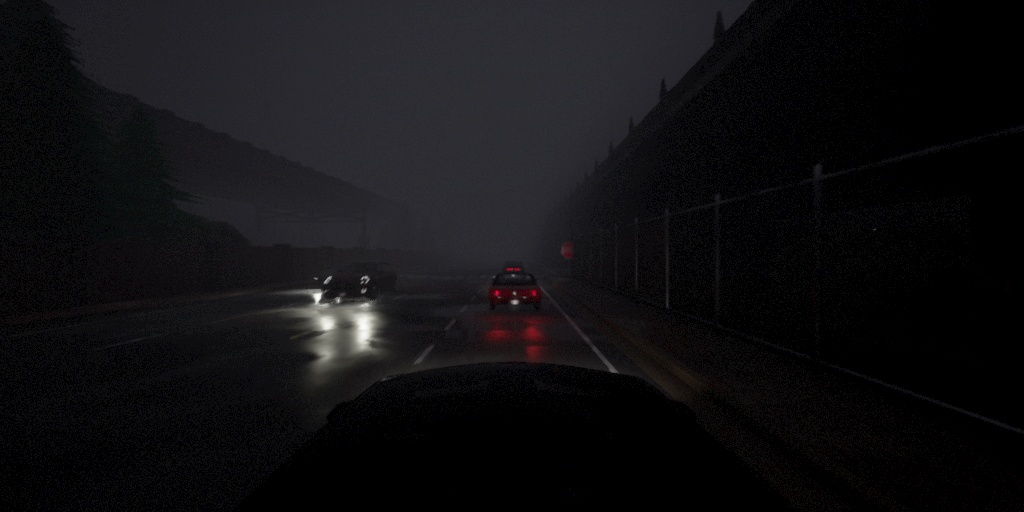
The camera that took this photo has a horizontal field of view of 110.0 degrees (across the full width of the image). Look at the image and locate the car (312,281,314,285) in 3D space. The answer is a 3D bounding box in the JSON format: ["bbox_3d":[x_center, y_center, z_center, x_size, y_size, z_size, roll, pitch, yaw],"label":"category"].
[{"bbox_3d":[-10.547,1.180,23.089,2.033,1.411,5.357,0,0,0],"label":"car"}]

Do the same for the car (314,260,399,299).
[{"bbox_3d":[-7.080,1.017,17.225,2.097,1.767,4.553,0,0,0],"label":"car"}]

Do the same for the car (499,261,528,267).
[{"bbox_3d":[0.108,1.114,27.432,1.837,1.490,4.892,0,0,0],"label":"car"}]

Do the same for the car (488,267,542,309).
[{"bbox_3d":[0.103,1.281,14.414,1.895,1.301,4.718,0,0,0],"label":"car"}]
